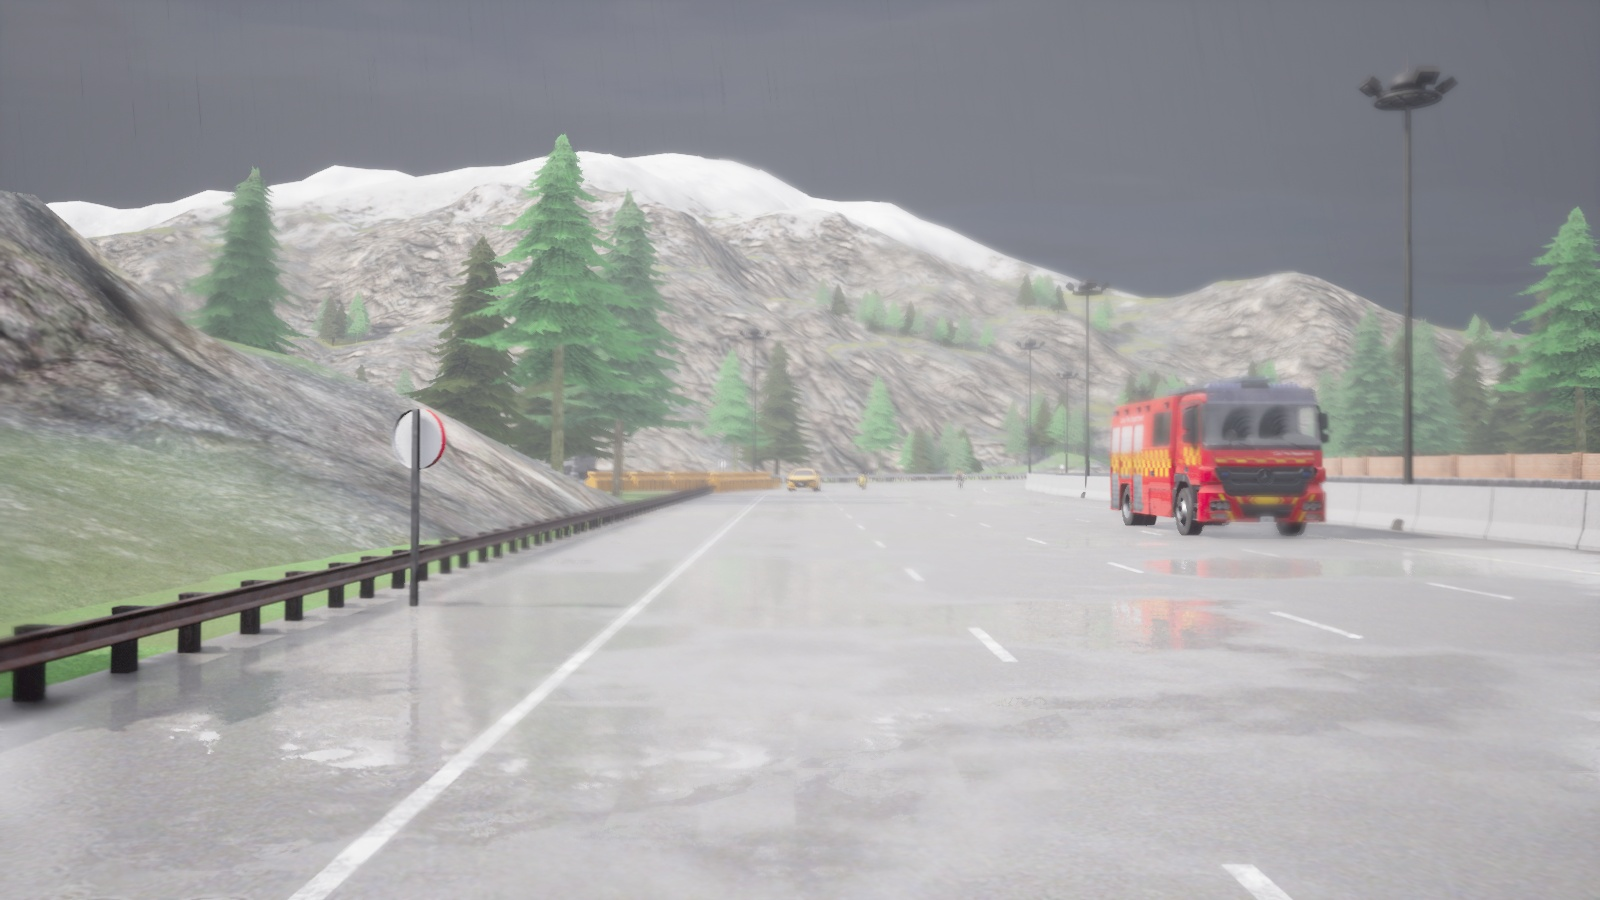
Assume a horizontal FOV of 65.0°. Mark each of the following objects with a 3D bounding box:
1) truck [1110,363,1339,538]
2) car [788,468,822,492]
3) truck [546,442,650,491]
[{"bbox_3d":[10.395,0.067,31.884,2.891,3.827,8.468,0,-1,0],"label":"truck"},{"bbox_3d":[0.354,2.003,83.780,1.882,1.535,5.008,0,-1,5],"label":"car"},{"bbox_3d":[-14.763,1.231,92.523,2.891,3.462,7.936,-1,-1,35],"label":"truck"}]
